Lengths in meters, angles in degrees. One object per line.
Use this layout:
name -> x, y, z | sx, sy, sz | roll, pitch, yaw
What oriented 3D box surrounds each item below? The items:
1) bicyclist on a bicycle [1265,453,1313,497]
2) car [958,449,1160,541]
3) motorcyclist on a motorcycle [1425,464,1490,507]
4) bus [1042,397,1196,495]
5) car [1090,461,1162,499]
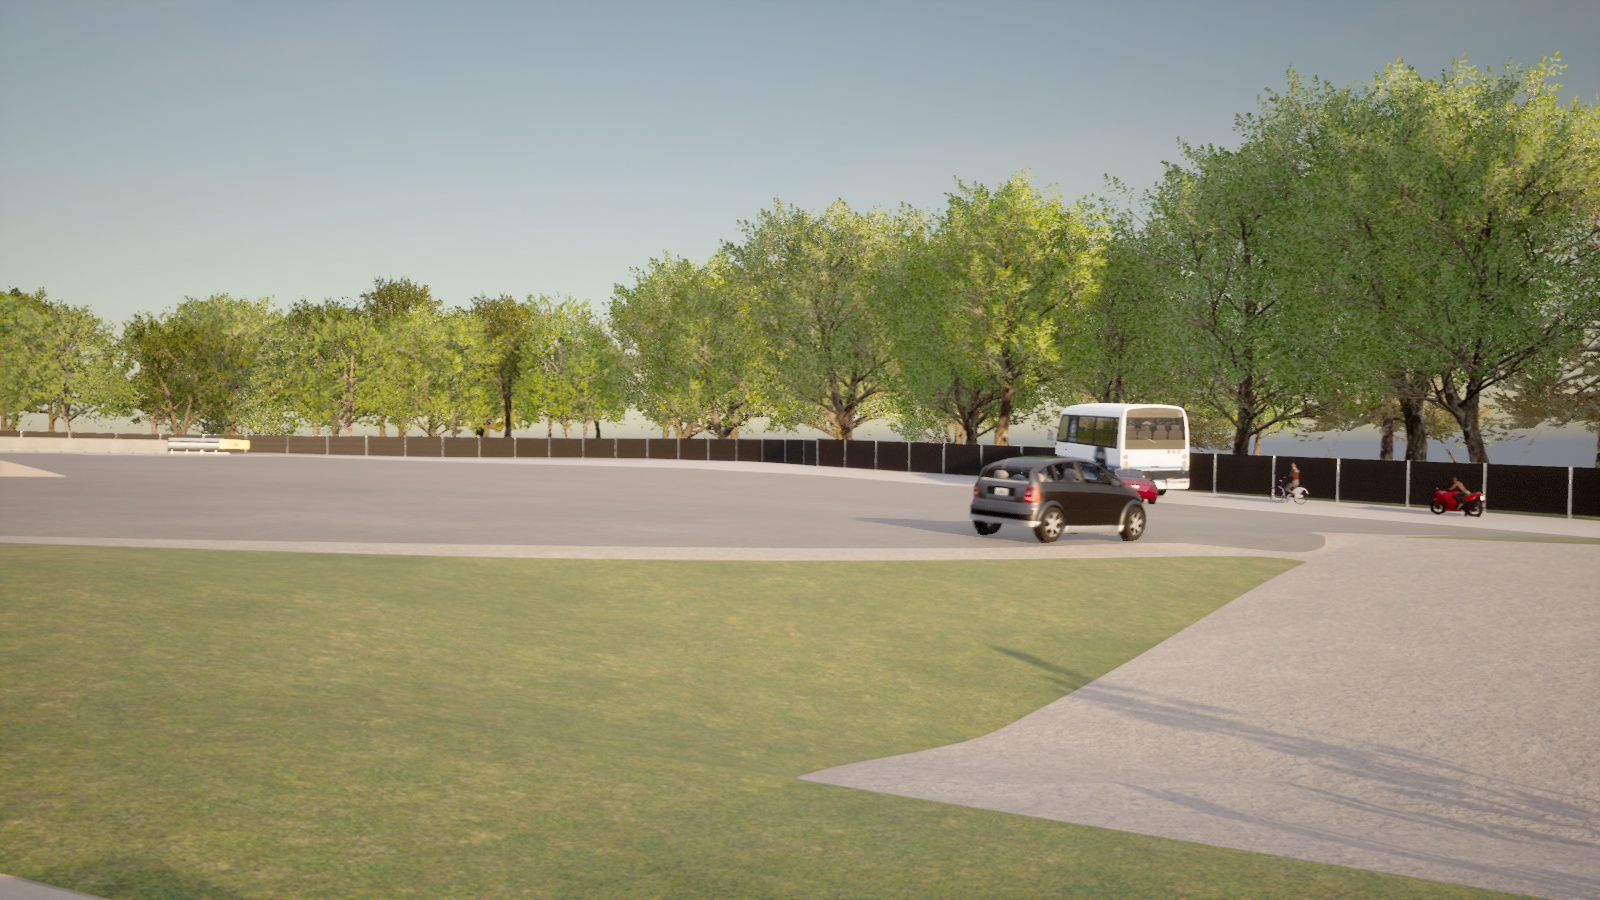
bicyclist on a bicycle -> 21.014, 1.055, 53.995 | 0.659, 1.776, 1.843 | -2, 2, -35
car -> 4.962, 0.827, 23.854 | 3.705, 1.549, 1.789 | 2, 1, -40
motorcyclist on a motorcycle -> 25.230, 1.332, 48.218 | 0.797, 1.523, 2.044 | -2, 2, -38
bus -> 15.101, -0.389, 60.691 | 3.944, 4.253, 10.273 | -1, 3, -5
car -> 13.122, 1.181, 50.817 | 1.994, 1.385, 4.181 | 2, 0, 3
